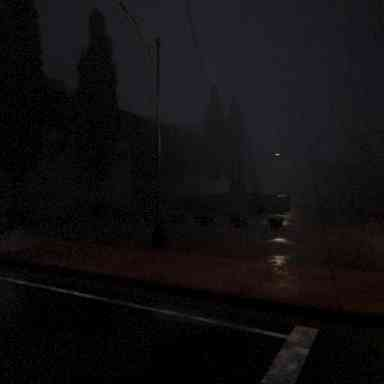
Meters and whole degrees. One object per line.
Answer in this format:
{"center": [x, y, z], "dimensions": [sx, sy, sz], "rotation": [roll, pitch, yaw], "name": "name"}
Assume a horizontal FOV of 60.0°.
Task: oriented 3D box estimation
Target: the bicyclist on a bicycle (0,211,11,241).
{"center": [-7.893, 1.175, 13.016], "dimensions": [0.582, 1.620, 1.656], "rotation": [0, 1, 28], "name": "bicyclist on a bicycle"}
